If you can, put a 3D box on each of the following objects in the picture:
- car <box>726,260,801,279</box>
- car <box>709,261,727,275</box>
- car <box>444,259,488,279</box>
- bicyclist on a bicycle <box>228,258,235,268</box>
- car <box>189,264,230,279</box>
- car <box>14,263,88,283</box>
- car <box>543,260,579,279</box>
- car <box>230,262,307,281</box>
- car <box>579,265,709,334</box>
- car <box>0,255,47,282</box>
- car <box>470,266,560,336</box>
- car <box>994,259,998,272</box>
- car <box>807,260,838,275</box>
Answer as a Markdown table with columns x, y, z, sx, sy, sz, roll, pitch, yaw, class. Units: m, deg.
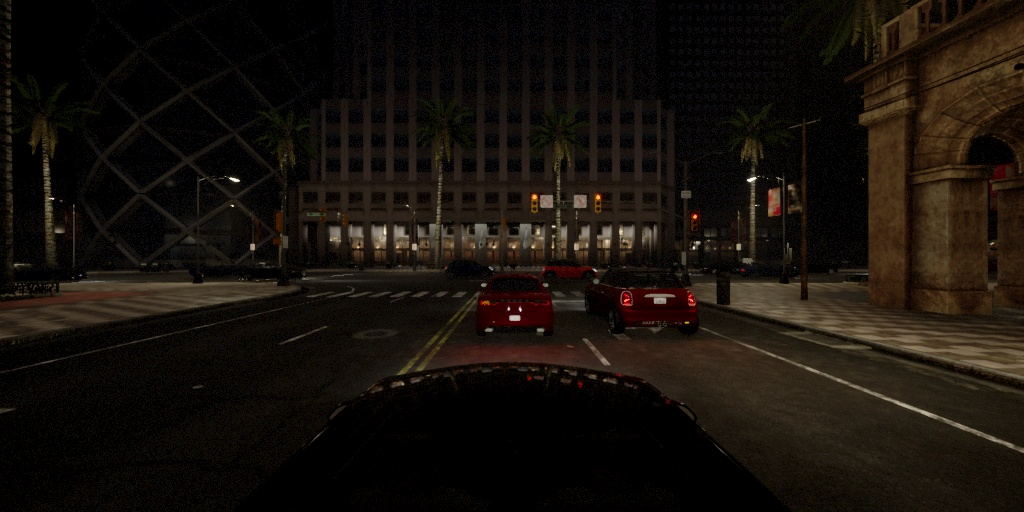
| x | y | z | sx | sy | sz | roll | pitch | yaw | class |
| --- | --- | --- | --- | --- | --- | --- | --- | --- | --- |
| 22.749 | 1.297 | 32.160 | 5.357 | 1.411 | 2.033 | 0 | 0 | 0 | car |
| 23.170 | 1.255 | 39.359 | 4.892 | 1.490 | 1.837 | 0 | 0 | 0 | car |
| -3.712 | 1.102 | 32.231 | 4.553 | 1.767 | 2.097 | 0 | 0 | 0 | car |
| -35.750 | 1.050 | 45.689 | 0.582 | 1.620 | 1.656 | 0 | 0 | -12 | bicyclist on a bicycle |
| -25.727 | 1.351 | 32.062 | 4.718 | 1.301 | 1.895 | 0 | 0 | -3 | car |
| -35.124 | 1.314 | 26.954 | 4.181 | 1.385 | 1.994 | 0 | 0 | -21 | car |
| 4.555 | 1.102 | 28.713 | 4.553 | 1.767 | 2.097 | 0 | 0 | 0 | car |
| -19.107 | 1.242 | 28.689 | 4.902 | 1.511 | 2.128 | 0 | 0 | -1 | car |
| 3.582 | 1.102 | 10.774 | 2.097 | 1.767 | 4.553 | 0 | 0 | 0 | car |
| -41.345 | 0.970 | 28.107 | 5.566 | 2.045 | 2.150 | 0 | 0 | -30 | car |
| 0.080 | 1.228 | 10.433 | 1.882 | 1.535 | 5.008 | 0 | 0 | 0 | car |
| 47.572 | 0.971 | 32.067 | 5.566 | 2.045 | 2.150 | 0 | 0 | 0 | car |
| 32.777 | 1.228 | 39.327 | 5.008 | 1.535 | 1.882 | 0 | 0 | 0 | car |
